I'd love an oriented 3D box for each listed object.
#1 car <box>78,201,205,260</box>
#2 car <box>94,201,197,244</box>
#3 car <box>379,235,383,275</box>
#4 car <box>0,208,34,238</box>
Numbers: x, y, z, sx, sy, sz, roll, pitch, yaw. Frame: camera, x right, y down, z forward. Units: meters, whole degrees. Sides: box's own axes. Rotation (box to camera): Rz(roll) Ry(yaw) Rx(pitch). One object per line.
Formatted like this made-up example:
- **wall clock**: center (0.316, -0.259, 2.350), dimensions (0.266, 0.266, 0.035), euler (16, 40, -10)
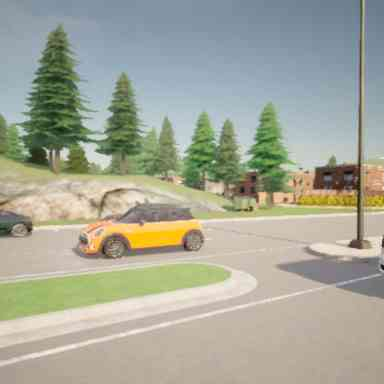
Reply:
- **car**: center (-1.816, 1.339, 12.466), dimensions (4.553, 1.767, 2.097), euler (1, 0, -30)
- **car**: center (-2.227, 1.337, 16.278), dimensions (4.553, 1.767, 2.097), euler (1, 0, -31)
- **car**: center (6.837, 1.295, 8.042), dimensions (5.566, 2.045, 2.150), euler (1, 0, -32)
- **car**: center (-9.885, 1.470, 15.978), dimensions (4.181, 1.385, 1.994), euler (1, 0, -28)
